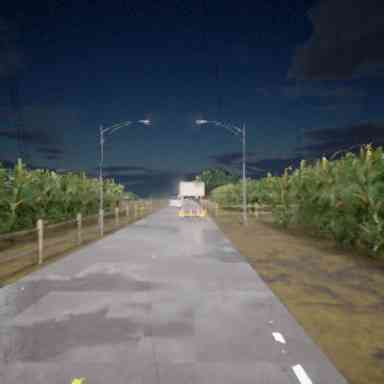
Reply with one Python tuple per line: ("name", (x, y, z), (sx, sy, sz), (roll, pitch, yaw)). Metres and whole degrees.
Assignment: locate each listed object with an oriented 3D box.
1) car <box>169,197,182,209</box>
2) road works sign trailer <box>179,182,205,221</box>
("car", (-2.816, 1.828, 57.959), (2.150, 2.045, 5.566), (0, 0, 1))
("road works sign trailer", (-0.009, 0.778, 31.002), (2.380, 3.560, 2.880), (0, -1, 0))
